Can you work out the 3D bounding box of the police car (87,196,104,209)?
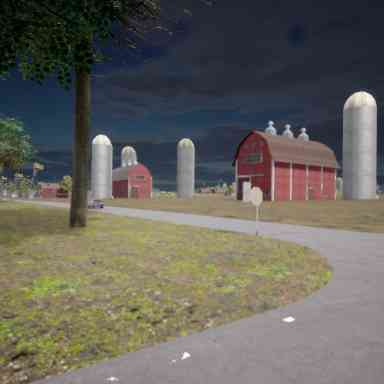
[{"bbox_3d":[-12.694,1.315,41.857,2.038,1.542,4.974,1,-1,-35],"label":"police car"}]
